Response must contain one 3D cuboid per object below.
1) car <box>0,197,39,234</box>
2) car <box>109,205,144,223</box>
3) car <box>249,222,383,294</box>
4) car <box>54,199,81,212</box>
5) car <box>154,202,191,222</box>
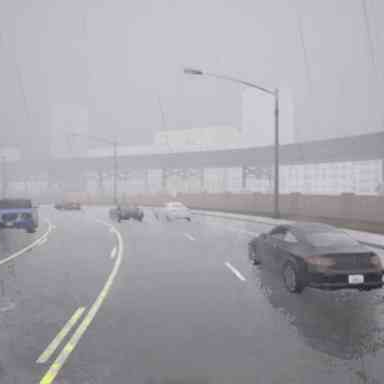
[{"bbox_3d":[-10.431,1.328,19.830,2.150,2.045,5.566,0,0,-21],"label":"car"},{"bbox_3d":[-5.264,1.648,26.095,1.895,1.301,4.718,-1,0,-24],"label":"car"},{"bbox_3d":[2.900,1.515,8.706,1.812,1.442,4.674,0,0,-7],"label":"car"},{"bbox_3d":[-15.626,1.659,41.669,2.163,1.488,4.792,-1,0,-42],"label":"car"},{"bbox_3d":[-1.564,1.531,26.178,1.812,1.442,4.674,-1,0,-22],"label":"car"}]
